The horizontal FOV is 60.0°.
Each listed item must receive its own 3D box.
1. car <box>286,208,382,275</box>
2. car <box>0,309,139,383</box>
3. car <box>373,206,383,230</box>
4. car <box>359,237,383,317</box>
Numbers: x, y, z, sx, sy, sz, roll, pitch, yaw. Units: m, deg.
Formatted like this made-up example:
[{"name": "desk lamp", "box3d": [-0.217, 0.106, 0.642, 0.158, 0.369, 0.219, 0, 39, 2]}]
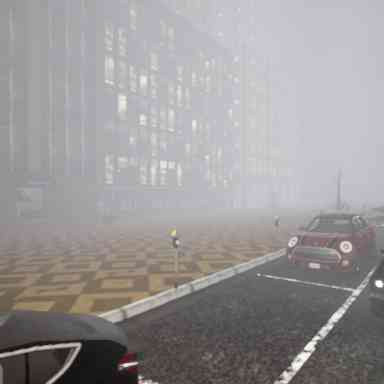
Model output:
[{"name": "car", "box3d": [4.465, 1.442, 10.469, 1.967, 1.590, 4.097, 0, 0, 37]}, {"name": "car", "box3d": [-2.152, 1.564, 1.624, 1.947, 1.339, 4.313, 0, 0, 37]}, {"name": "car", "box3d": [11.081, 1.559, 19.312, 2.008, 1.369, 4.403, 0, 0, 37]}, {"name": "car", "box3d": [4.948, 1.603, 6.781, 1.895, 1.301, 4.718, 0, 0, 37]}]
